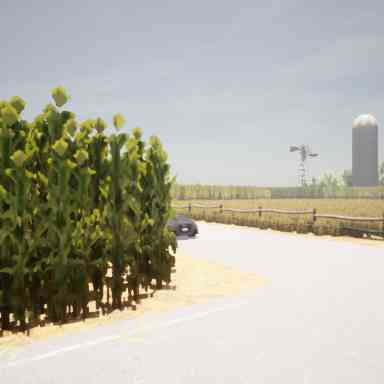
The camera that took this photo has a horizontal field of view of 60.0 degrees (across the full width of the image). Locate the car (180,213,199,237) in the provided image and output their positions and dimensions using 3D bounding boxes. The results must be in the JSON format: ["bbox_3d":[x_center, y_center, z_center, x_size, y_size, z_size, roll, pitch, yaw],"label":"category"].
[{"bbox_3d":[-1.468,1.564,17.102,1.994,1.385,4.181,0,0,-35],"label":"car"}]
